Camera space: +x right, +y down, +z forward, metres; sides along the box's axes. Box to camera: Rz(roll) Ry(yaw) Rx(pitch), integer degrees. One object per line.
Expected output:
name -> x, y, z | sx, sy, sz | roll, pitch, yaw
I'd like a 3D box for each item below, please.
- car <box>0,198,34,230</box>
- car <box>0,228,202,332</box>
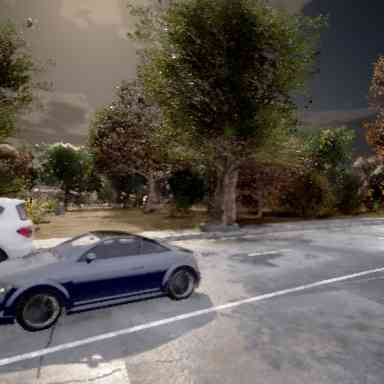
car -> -6.656, 1.141, 7.707 | 5.566, 2.045, 2.150 | 1, 0, -34
car -> -1.877, 1.515, 6.743 | 4.181, 1.385, 1.994 | 0, 0, -33
